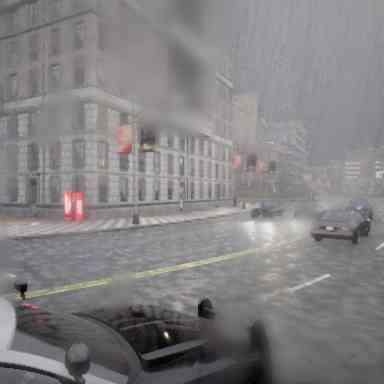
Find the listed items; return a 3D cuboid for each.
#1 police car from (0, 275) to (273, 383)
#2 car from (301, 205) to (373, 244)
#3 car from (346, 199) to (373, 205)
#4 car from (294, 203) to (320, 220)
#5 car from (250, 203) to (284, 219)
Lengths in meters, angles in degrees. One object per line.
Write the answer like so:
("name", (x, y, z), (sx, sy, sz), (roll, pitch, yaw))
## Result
("police car", (-1.554, 1.422, 2.171), (5.238, 1.638, 1.930), (0, 0, -36))
("car", (7.184, 1.556, 15.842), (2.033, 1.411, 5.357), (0, 0, 36))
("car", (14.627, 1.353, 29.100), (2.097, 1.767, 4.553), (0, 0, 27))
("car", (9.672, 1.586, 27.160), (1.994, 1.385, 4.181), (0, 0, 27))
("car", (6.553, 1.638, 28.749), (1.895, 1.301, 4.718), (0, 0, 27))
